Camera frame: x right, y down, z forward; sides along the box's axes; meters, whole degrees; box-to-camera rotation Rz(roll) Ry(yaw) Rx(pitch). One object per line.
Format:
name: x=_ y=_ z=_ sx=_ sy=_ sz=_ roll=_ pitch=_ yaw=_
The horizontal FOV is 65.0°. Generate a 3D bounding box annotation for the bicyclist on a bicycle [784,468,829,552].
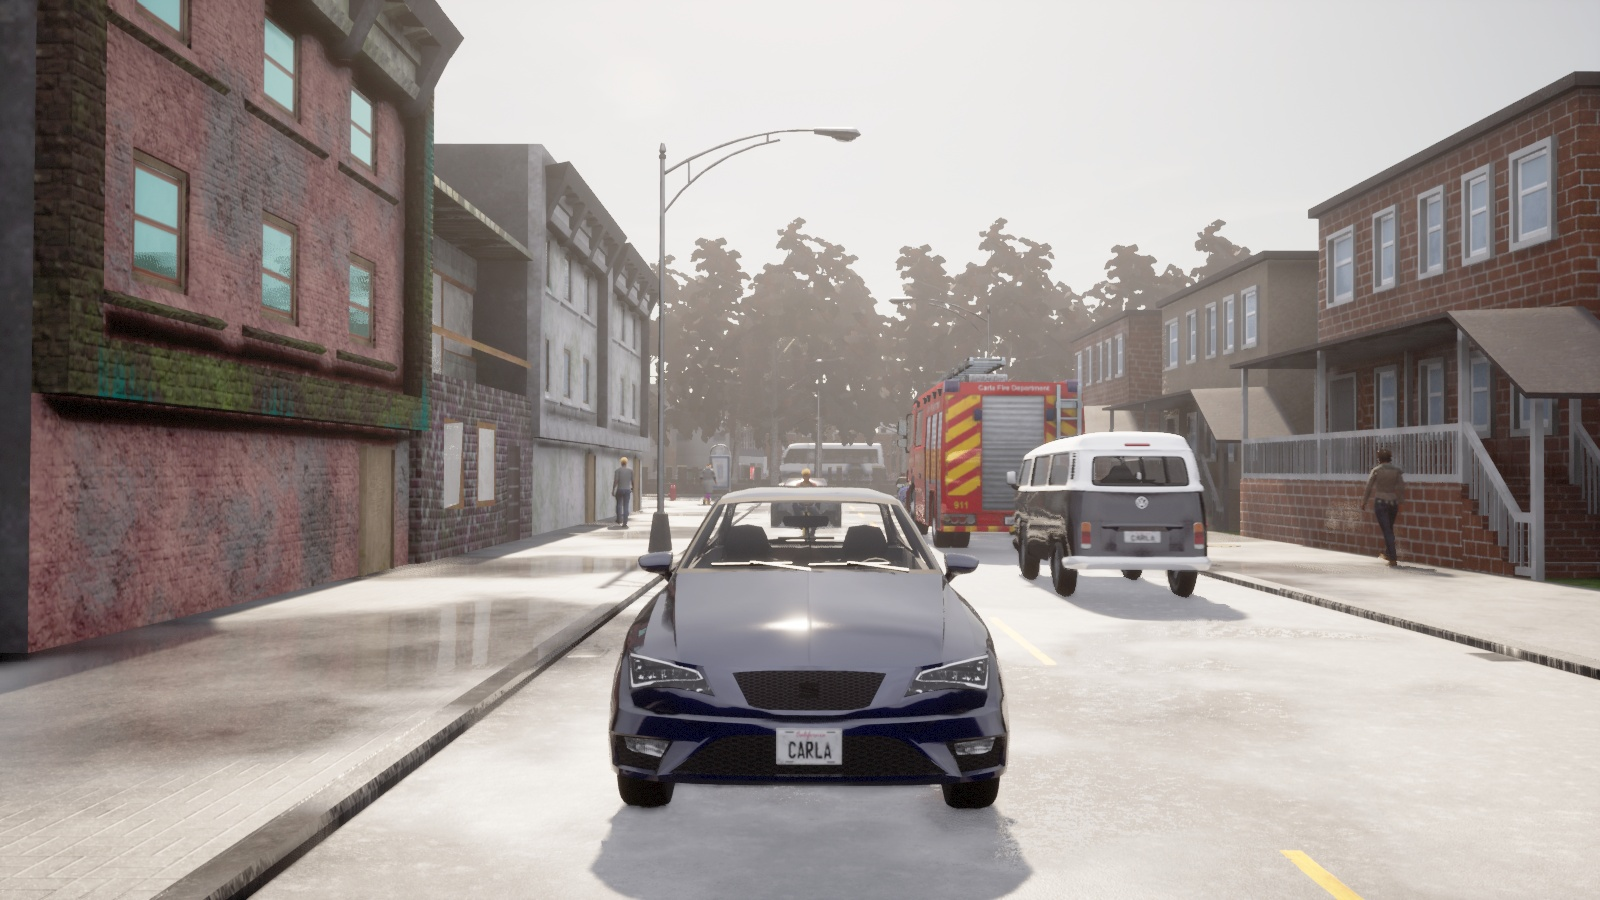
bicyclist on a bicycle: x=0.136 y=1.170 z=25.018 sx=0.866 sy=1.612 sz=1.509 roll=0 pitch=-1 yaw=0

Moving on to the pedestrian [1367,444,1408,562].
pedestrian: x=9.186 y=0.817 z=19.650 sx=0.328 sy=1.805 sz=0.869 roll=0 pitch=-1 yaw=8

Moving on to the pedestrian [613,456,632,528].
pedestrian: x=-4.591 y=1.087 z=32.473 sx=0.354 sy=1.836 sz=0.706 roll=0 pitch=-1 yaw=-17

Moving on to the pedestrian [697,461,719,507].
pedestrian: x=-3.939 y=1.440 z=53.715 sx=0.659 sy=1.952 sz=0.873 roll=-1 pitch=-1 yaw=18

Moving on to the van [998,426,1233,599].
van: x=4.098 y=0.804 z=17.151 sx=2.069 sy=2.038 sz=4.480 roll=0 pitch=-2 yaw=0

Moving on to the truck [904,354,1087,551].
truck: x=4.152 y=0.114 z=28.691 sx=2.891 sy=3.827 sz=8.468 roll=0 pitch=-1 yaw=0

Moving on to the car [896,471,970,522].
car: x=4.213 y=1.454 z=40.519 sx=1.882 sy=1.535 sz=5.008 roll=0 pitch=-1 yaw=0

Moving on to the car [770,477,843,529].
car: x=0.189 y=1.484 z=36.230 sx=1.994 sy=1.385 sz=4.181 roll=0 pitch=-1 yaw=0

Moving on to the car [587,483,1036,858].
car: x=0.052 y=0.949 z=7.201 sx=1.816 sy=1.474 sz=4.193 roll=0 pitch=-1 yaw=0
